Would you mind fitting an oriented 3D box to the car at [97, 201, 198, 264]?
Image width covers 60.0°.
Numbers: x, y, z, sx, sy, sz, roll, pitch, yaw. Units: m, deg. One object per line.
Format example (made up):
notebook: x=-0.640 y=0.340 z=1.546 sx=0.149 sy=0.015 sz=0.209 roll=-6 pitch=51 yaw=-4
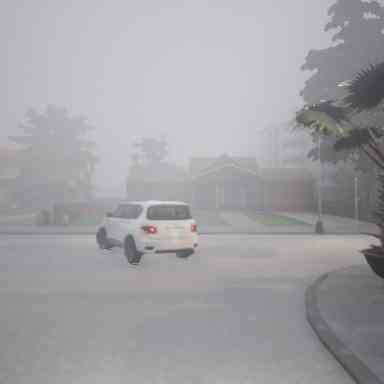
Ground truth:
car: x=-1.870 y=1.352 z=12.697 sx=2.150 sy=2.045 sz=5.566 roll=2 pitch=-1 yaw=-30
